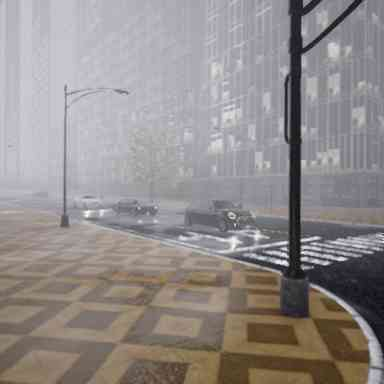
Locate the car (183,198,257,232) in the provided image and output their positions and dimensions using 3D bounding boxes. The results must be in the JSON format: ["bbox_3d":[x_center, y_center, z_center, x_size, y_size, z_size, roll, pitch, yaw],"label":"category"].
[{"bbox_3d":[1.507,1.185,18.925,2.097,1.767,4.553,0,1,-38],"label":"car"}]

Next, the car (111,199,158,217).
[{"bbox_3d":[-4.649,1.248,26.730,1.895,1.301,4.718,0,1,-38],"label":"car"}]

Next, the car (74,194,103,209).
[{"bbox_3d":[-10.892,0.984,34.681,1.812,1.442,4.674,0,1,-38],"label":"car"}]

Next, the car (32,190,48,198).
[{"bbox_3d":[-28.976,0.321,63.318,1.882,1.535,5.008,0,1,-38],"label":"car"}]
